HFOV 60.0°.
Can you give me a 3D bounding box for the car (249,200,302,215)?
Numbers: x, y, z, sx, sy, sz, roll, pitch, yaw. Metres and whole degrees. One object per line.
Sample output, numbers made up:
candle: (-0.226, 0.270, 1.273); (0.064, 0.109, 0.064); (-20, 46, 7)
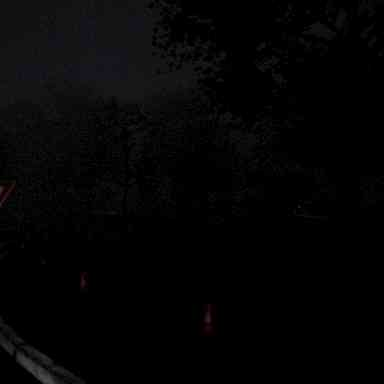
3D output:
car: (7.523, 1.393, 30.245); (1.895, 1.301, 4.718); (0, 0, -35)
